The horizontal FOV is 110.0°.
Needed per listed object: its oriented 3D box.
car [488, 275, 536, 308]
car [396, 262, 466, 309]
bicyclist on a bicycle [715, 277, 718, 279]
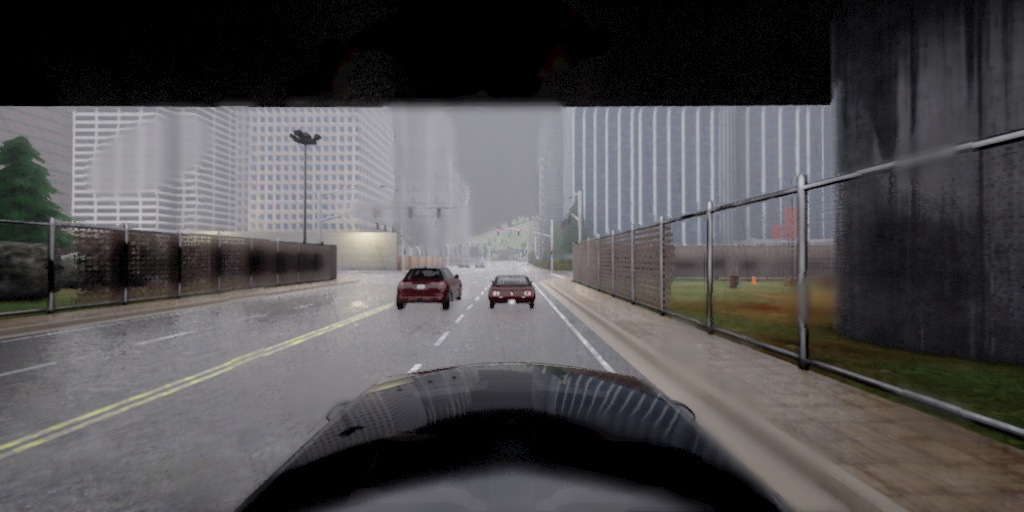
[{"bbox_3d":[0.000,1.483,15.957,1.895,1.301,4.718,0,0,0],"label":"car"},{"bbox_3d":[-3.499,1.232,15.936,2.097,1.767,4.553,0,-1,0],"label":"car"},{"bbox_3d":[18.802,1.292,33.649,0.582,1.620,1.656,0,-1,0],"label":"bicyclist on a bicycle"}]
